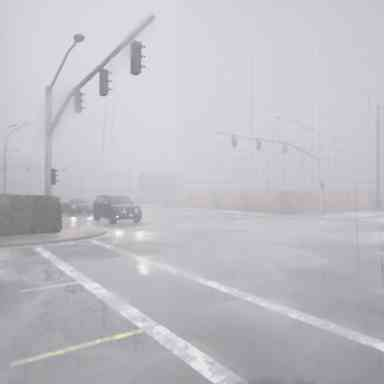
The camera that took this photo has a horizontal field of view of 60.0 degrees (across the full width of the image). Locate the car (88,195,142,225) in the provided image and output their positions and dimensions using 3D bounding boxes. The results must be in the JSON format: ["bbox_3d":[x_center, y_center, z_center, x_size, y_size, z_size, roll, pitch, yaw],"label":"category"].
[{"bbox_3d":[-5.839,1.284,25.498,2.150,2.045,5.566,0,0,-35],"label":"car"}]

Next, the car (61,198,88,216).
[{"bbox_3d":[-11.766,1.415,33.943,2.097,1.767,4.553,0,0,-35],"label":"car"}]

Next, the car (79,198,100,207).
[{"bbox_3d":[-16.384,1.673,53.024,1.994,1.385,4.181,0,0,-35],"label":"car"}]
